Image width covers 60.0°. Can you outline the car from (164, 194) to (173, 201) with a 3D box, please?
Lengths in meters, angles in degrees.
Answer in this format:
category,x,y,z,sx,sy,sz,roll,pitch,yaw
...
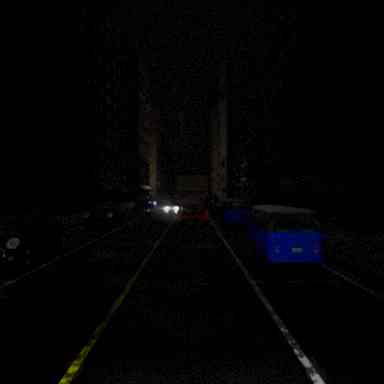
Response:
category,x,y,z,sx,sy,sz,roll,pitch,yaw
car,-5.701,1.405,82.410,1.967,1.590,4.097,0,0,0

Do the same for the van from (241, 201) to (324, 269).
category,x,y,z,sx,sy,sz,roll,pitch,yaw
van,2.851,1.335,10.895,1.690,1.788,3.998,0,0,0

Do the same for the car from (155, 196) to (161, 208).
category,x,y,z,sx,sy,sz,roll,pitch,yaw
car,-5.686,1.525,43.900,2.008,1.369,4.403,0,0,0

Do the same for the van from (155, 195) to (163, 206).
category,x,y,z,sx,sy,sz,roll,pitch,yaw
van,-5.688,1.313,49.401,1.690,1.788,3.998,0,0,0

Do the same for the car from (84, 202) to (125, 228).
category,x,y,z,sx,sy,sz,roll,pitch,yaw
car,-5.678,1.427,21.895,1.967,1.590,4.097,0,0,0

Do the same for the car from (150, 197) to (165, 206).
category,x,y,z,sx,sy,sz,roll,pitch,yaw
car,-5.690,1.536,54.903,1.947,1.339,4.313,0,0,0

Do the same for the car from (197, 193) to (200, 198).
category,x,y,z,sx,sy,sz,roll,pitch,yaw
car,2.825,1.531,82.413,1.947,1.339,4.313,0,0,0

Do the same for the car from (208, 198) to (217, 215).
category,x,y,z,sx,sy,sz,roll,pitch,yaw
car,2.844,1.563,32.901,1.802,1.307,4.206,0,0,0

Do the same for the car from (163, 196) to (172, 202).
category,x,y,z,sx,sy,sz,roll,pitch,yaw
car,-5.699,1.547,76.908,1.802,1.307,4.206,0,0,0

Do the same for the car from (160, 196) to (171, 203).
category,x,y,z,sx,sy,sz,roll,pitch,yaw
car,-5.696,1.532,71.407,1.947,1.339,4.313,0,0,0

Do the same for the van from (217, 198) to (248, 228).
category,x,y,z,sx,sy,sz,roll,pitch,yaw
van,2.847,1.328,21.898,1.690,1.788,3.998,0,0,0

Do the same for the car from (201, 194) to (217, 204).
category,x,y,z,sx,sy,sz,roll,pitch,yaw
car,2.837,1.287,49.404,2.192,1.841,5.009,0,0,0

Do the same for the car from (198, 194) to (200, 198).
category,x,y,z,sx,sy,sz,roll,pitch,yaw
car,2.829,1.517,71.410,2.008,1.369,4.403,0,0,0

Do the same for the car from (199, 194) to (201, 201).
category,x,y,z,sx,sy,sz,roll,pitch,yaw
car,2.833,1.409,60.407,1.967,1.590,4.097,0,0,0

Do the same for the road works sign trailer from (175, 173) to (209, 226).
category,x,y,z,sx,sy,sz,roll,pitch,yaw
road works sign trailer,-0.009,0.450,23.575,2.380,3.560,2.880,0,0,0

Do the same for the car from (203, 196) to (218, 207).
category,x,y,z,sx,sy,sz,roll,pitch,yaw
car,2.840,1.557,43.903,1.802,1.307,4.206,0,0,0

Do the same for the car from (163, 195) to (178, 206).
category,x,y,z,sx,sy,sz,roll,pitch,yaw
car,-3.091,1.572,52.161,1.895,1.301,4.718,0,0,0

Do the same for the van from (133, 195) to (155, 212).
category,x,y,z,sx,sy,sz,roll,pitch,yaw
van,-5.684,1.318,38.400,1.690,1.788,3.998,0,0,0

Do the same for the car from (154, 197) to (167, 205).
category,x,y,z,sx,sy,sz,roll,pitch,yaw
car,-5.692,1.550,60.404,1.802,1.307,4.206,0,0,0

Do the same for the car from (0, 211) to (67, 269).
category,x,y,z,sx,sy,sz,roll,pitch,yaw
car,-5.674,1.433,10.892,1.967,1.590,4.097,0,0,0
